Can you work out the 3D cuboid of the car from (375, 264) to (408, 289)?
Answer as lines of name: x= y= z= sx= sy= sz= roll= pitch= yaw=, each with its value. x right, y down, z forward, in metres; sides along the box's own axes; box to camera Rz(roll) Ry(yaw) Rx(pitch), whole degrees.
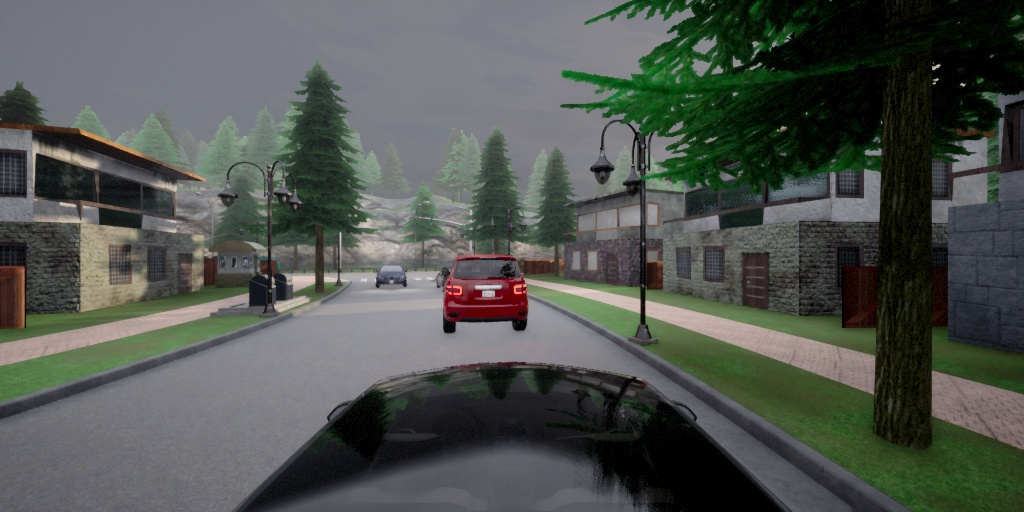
car: x=-7.936 y=1.275 z=23.630 sx=1.812 sy=1.442 sz=4.674 roll=0 pitch=0 yaw=-19

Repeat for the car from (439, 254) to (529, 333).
car: x=-0.947 y=0.971 z=10.987 sx=2.150 sy=2.045 sz=5.566 roll=0 pitch=0 yaw=-9

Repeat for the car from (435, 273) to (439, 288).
car: x=-3.361 y=1.297 z=21.178 sx=2.033 sy=1.411 sz=5.357 roll=0 pitch=0 yaw=-18
